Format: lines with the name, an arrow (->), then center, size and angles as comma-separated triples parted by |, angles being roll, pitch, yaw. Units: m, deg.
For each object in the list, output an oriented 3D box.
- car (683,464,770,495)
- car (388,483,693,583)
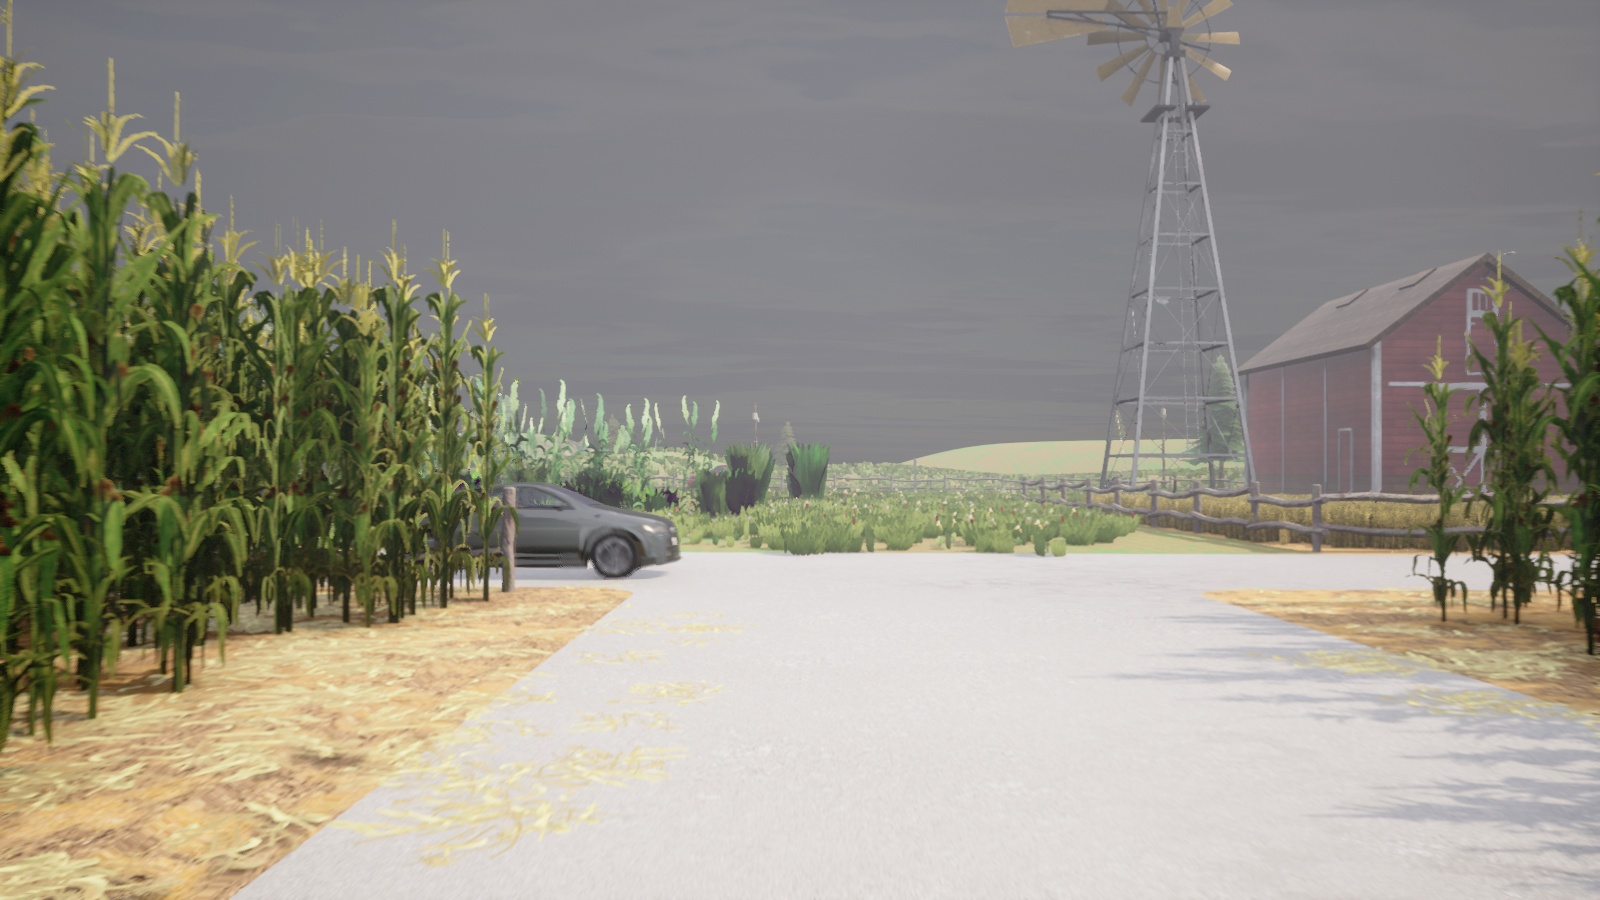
car -> -4.904, 1.970, 84.630 | 5.566, 2.045, 2.150 | 0, -1, 5
car -> -3.789, 1.210, 18.911 | 4.181, 1.385, 1.994 | 0, -1, 0
